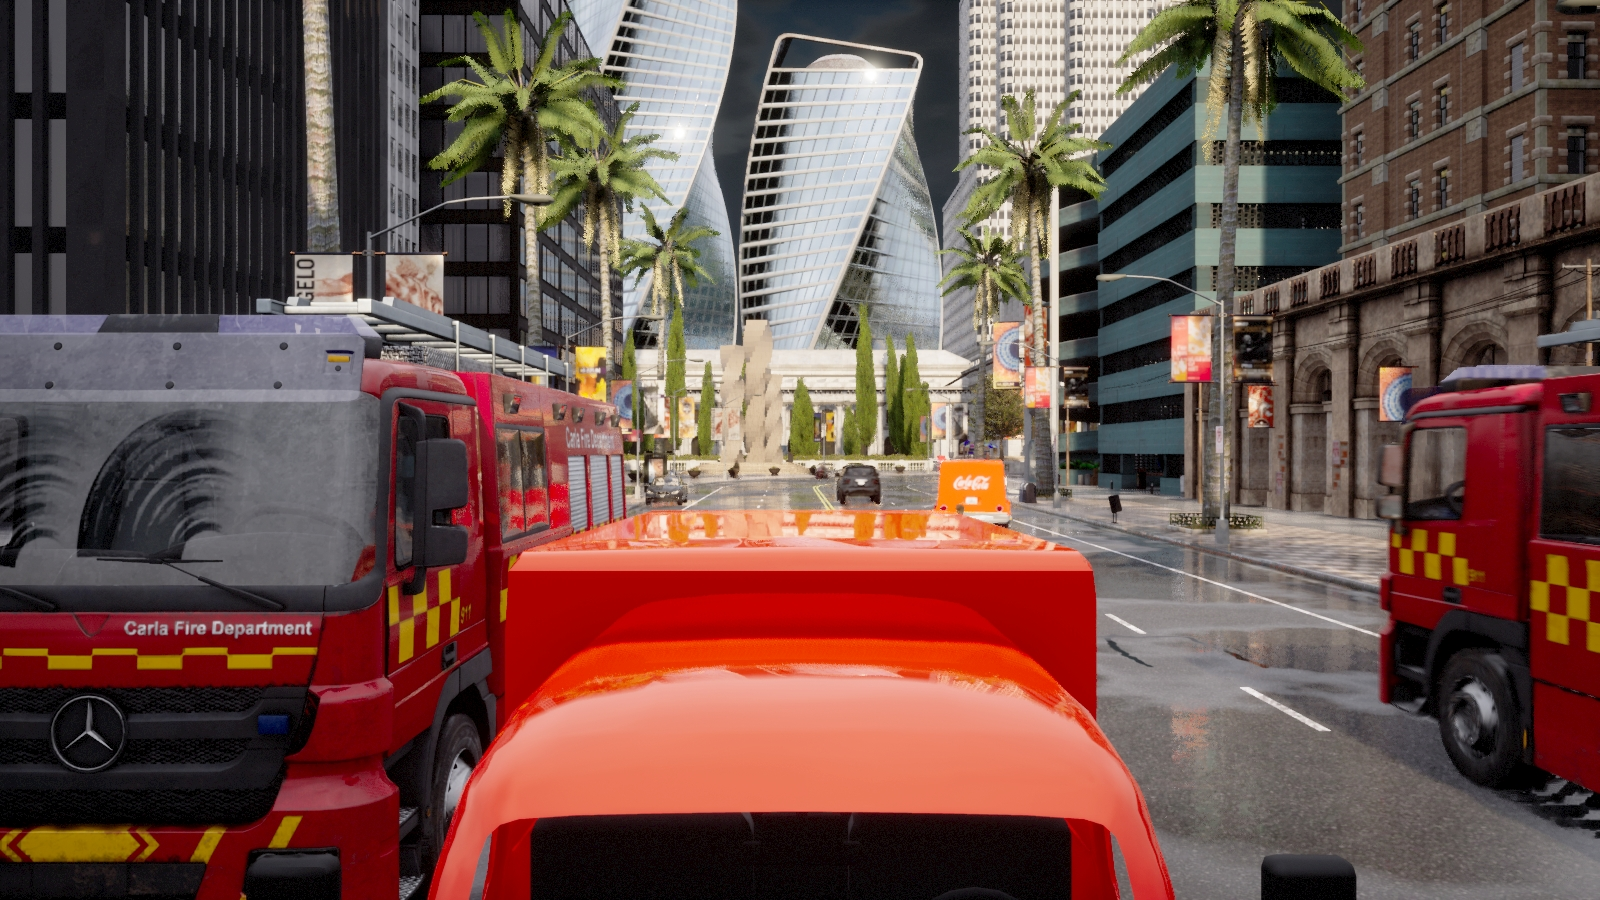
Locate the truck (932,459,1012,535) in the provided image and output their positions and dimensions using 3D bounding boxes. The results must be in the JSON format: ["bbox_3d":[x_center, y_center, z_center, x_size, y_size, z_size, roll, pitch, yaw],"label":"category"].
[{"bbox_3d":[6.113,1.582,40.432,2.627,2.467,5.204,0,0,9],"label":"truck"}]

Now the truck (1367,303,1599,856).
[{"bbox_3d":[6.976,0.893,6.952,2.891,3.827,8.468,0,0,0],"label":"truck"}]

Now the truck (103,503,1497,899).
[{"bbox_3d":[-0.001,1.571,4.755,2.627,2.467,5.204,0,0,0],"label":"truck"}]

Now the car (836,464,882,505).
[{"bbox_3d":[3.139,1.802,61.681,2.150,2.045,5.566,0,0,-1],"label":"car"}]

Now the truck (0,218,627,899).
[{"bbox_3d":[-3.491,0.895,9.272,2.891,3.827,8.468,0,0,0],"label":"truck"}]
